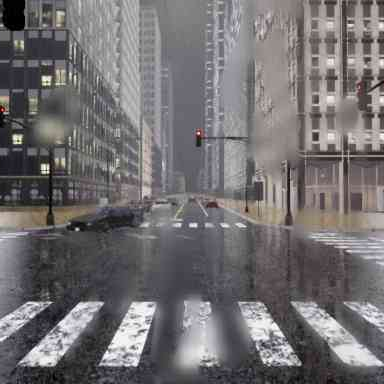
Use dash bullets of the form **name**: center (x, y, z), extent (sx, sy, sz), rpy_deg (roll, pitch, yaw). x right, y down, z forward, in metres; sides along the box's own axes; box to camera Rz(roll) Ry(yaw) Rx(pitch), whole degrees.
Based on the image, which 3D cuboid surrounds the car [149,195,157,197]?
- **car**: center (-5.689, 1.332, 44.924), extent (2.192, 1.841, 5.009), rpy_deg (1, 0, 0)

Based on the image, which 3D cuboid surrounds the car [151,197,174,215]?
- **car**: center (-3.112, 1.538, 34.334), extent (1.812, 1.442, 4.674), rpy_deg (0, 0, 0)

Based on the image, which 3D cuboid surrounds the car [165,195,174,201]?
- **car**: center (-5.710, 1.578, 83.950), extent (1.887, 1.381, 4.507), rpy_deg (1, 0, 0)

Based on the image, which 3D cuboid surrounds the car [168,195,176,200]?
- **car**: center (-5.715, 1.605, 95.101), extent (1.947, 1.339, 4.313), rpy_deg (1, 0, 0)

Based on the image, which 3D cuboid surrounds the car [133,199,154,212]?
- **car**: center (-5.693, 1.597, 39.349), extent (1.802, 1.307, 4.206), rpy_deg (1, 0, 0)

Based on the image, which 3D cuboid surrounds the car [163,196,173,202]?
- **car**: center (-5.707, 1.582, 78.375), extent (2.008, 1.369, 4.403), rpy_deg (1, 0, 0)

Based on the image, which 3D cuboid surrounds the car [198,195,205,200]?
- **car**: center (2.666, 1.584, 95.185), extent (1.887, 1.381, 4.507), rpy_deg (1, 0, 0)

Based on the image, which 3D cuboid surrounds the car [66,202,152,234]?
- **car**: center (-4.821, 1.555, 19.677), extent (2.033, 1.411, 5.357), rpy_deg (0, 0, 25)

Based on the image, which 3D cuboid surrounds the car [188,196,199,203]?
- **car**: center (0.055, 1.574, 70.490), extent (2.033, 1.411, 5.357), rpy_deg (0, 0, 0)

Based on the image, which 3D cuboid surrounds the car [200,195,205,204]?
- **car**: center (2.682, 1.547, 56.315), extent (1.752, 1.417, 4.829), rpy_deg (1, 0, 0)

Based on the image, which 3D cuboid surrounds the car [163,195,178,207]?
- **car**: center (-3.110, 1.568, 52.560), extent (2.033, 1.411, 5.357), rpy_deg (0, 0, 0)

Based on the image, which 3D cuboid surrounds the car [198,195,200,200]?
- **car**: center (2.679, 1.590, 61.722), extent (1.947, 1.339, 4.313), rpy_deg (1, 0, 0)

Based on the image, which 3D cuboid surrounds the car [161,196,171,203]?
- **car**: center (-5.705, 1.573, 72.800), extent (1.887, 1.381, 4.507), rpy_deg (1, 0, 0)

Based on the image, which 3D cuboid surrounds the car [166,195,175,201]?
- **car**: center (-5.712, 1.587, 89.525), extent (2.008, 1.369, 4.403), rpy_deg (1, 0, 0)

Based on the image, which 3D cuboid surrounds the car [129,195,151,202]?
- **car**: center (-5.687, 1.453, 33.774), extent (1.967, 1.590, 4.097), rpy_deg (1, 0, 0)

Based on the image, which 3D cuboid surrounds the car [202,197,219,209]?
- **car**: center (2.685, 1.599, 44.989), extent (1.802, 1.307, 4.206), rpy_deg (1, 0, 0)
